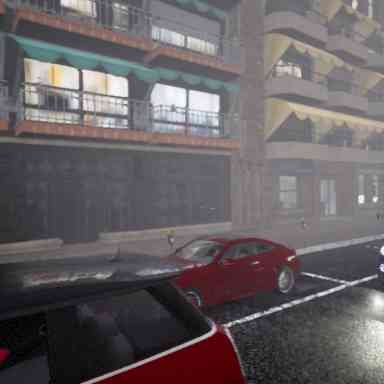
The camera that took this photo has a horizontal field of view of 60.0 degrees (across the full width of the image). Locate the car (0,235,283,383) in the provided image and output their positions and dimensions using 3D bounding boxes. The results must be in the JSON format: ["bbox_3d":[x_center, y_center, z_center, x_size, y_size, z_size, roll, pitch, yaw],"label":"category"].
[{"bbox_3d":[-1.770,1.362,2.064,4.553,1.767,2.097,-1,0,-37],"label":"car"}]

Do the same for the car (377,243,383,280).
[{"bbox_3d":[6.509,1.278,8.190,4.553,1.767,2.097,-1,0,-36],"label":"car"}]

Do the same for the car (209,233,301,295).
[{"bbox_3d":[0.586,1.560,7.009,4.206,1.307,1.802,-1,-1,-36],"label":"car"}]
